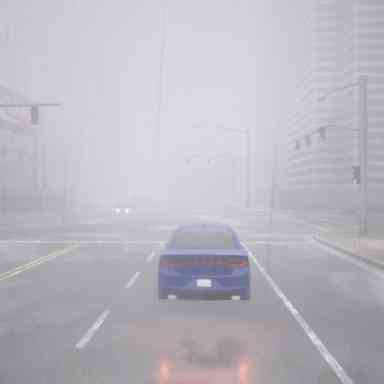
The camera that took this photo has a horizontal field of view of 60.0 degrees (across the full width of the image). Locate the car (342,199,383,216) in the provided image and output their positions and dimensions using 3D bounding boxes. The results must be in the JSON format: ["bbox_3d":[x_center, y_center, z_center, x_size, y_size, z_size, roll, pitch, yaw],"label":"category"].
[{"bbox_3d":[17.226,1.499,32.333,4.892,1.490,1.837,0,0,2],"label":"car"}]

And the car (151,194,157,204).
[{"bbox_3d":[-8.421,1.537,66.200,2.033,1.411,5.357,0,0,3],"label":"car"}]

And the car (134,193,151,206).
[{"bbox_3d":[-8.831,1.212,55.520,2.150,2.045,5.566,0,0,2],"label":"car"}]

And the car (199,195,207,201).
[{"bbox_3d":[2.762,1.510,86.201,1.812,1.442,4.674,0,0,2],"label":"car"}]

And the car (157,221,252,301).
[{"bbox_3d":[0.308,1.476,8.424,1.882,1.535,5.008,0,0,2],"label":"car"}]

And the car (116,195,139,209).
[{"bbox_3d":[-9.143,1.556,46.176,1.994,1.385,4.181,0,0,2],"label":"car"}]
